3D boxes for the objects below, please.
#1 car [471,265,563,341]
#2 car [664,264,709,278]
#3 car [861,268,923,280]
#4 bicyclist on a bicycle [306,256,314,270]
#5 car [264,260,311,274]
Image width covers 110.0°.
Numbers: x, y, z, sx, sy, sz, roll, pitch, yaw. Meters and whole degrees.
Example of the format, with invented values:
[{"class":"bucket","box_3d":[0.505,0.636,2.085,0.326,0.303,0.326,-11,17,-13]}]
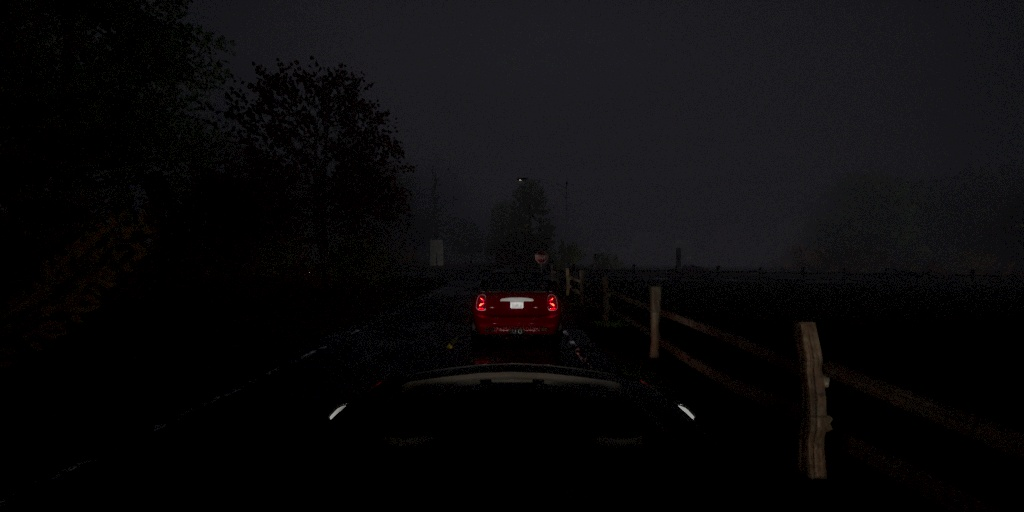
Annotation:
[{"class":"car","box_3d":[0.111,1.097,9.984,2.097,1.767,4.553,0,0,0]},{"class":"car","box_3d":[18.016,1.542,37.164,4.181,1.385,1.994,1,1,0]},{"class":"car","box_3d":[39.129,1.883,37.084,4.718,1.301,1.895,1,1,0]},{"class":"bicyclist on a bicycle","box_3d":[-22.609,0.833,40.191,0.582,1.620,1.656,1,0,0]},{"class":"car","box_3d":[-21.365,1.036,34.213,4.181,1.385,1.994,1,1,0]}]
